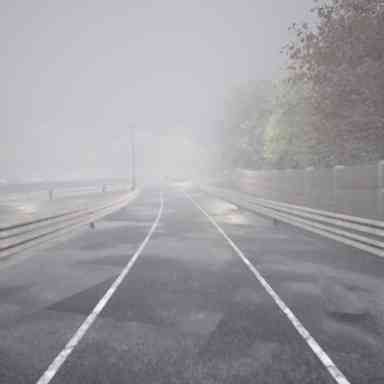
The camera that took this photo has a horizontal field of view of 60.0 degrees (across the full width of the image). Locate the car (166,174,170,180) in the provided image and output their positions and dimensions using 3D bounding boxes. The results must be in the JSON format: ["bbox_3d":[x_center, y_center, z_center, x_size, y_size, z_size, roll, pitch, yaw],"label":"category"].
[{"bbox_3d":[-4.481,-3.562,91.509,1.882,1.535,5.008,1,4,21],"label":"car"}]

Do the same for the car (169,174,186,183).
[{"bbox_3d":[-3.289,-3.208,84.736,2.097,1.767,4.553,1,4,21],"label":"car"}]
